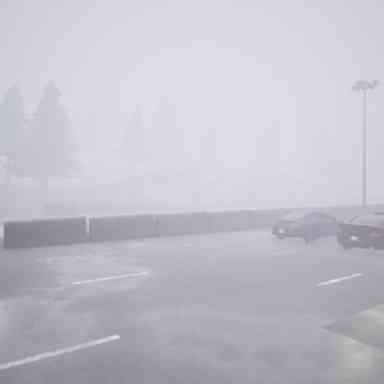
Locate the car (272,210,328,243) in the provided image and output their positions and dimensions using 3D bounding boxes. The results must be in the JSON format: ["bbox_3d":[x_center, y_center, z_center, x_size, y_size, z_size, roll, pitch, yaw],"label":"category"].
[{"bbox_3d":[6.005,1.641,16.668,4.674,1.442,1.812,0,0,-35],"label":"car"}]

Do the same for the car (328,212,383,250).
[{"bbox_3d":[8.098,1.590,13.859,5.008,1.535,1.882,0,0,-35],"label":"car"}]
